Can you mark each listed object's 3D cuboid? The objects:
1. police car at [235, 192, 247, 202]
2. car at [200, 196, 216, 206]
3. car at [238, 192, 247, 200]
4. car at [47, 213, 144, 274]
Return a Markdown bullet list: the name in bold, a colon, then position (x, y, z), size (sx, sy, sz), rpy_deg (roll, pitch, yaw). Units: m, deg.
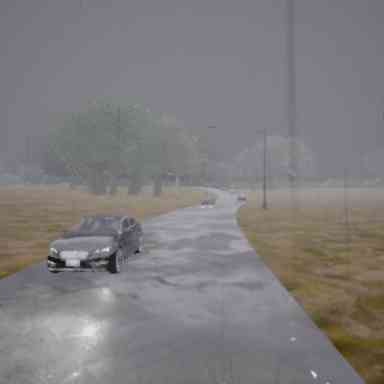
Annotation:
- **police car**: position (10.579, 1.213, 70.089), size (1.930, 1.638, 5.238), rpy_deg (0, 1, 10)
- **car**: position (2.640, 1.413, 52.304), size (2.033, 1.411, 5.357), rpy_deg (0, 0, 12)
- **car**: position (12.145, 1.035, 80.152), size (1.801, 1.575, 5.366), rpy_deg (-2, 2, 8)
- **car**: position (-2.778, 1.458, 10.555), size (2.128, 1.511, 4.902), rpy_deg (0, 0, 3)
